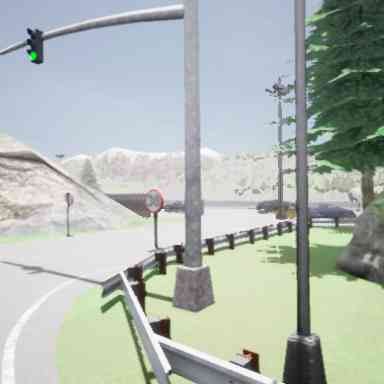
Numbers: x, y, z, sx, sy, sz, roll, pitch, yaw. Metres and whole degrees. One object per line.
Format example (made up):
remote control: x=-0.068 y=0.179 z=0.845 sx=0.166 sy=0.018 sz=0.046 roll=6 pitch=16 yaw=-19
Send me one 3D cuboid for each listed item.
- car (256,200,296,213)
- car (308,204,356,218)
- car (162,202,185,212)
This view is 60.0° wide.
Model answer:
car: x=9.792 y=1.670 z=38.064 sx=4.892 sy=1.490 sz=1.837 roll=-1 pitch=-1 yaw=35
car: x=11.118 y=1.646 z=27.097 sx=4.181 sy=1.385 sz=1.994 roll=0 pitch=-1 yaw=-15
car: x=-1.540 y=1.894 z=41.813 sx=4.718 sy=1.301 sz=1.895 roll=-1 pitch=0 yaw=35
